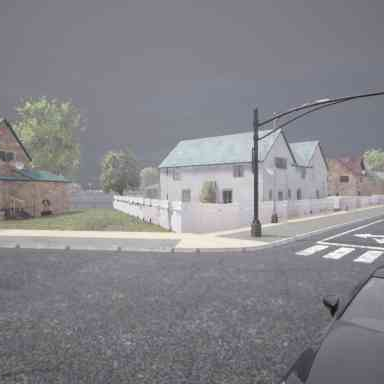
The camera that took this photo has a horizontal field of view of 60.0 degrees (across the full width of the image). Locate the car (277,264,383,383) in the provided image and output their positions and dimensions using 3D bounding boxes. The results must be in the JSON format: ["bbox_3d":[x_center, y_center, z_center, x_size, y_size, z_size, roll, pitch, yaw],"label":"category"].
[{"bbox_3d":[2.540,1.525,3.430,1.812,1.442,4.674,0,0,42],"label":"car"}]
